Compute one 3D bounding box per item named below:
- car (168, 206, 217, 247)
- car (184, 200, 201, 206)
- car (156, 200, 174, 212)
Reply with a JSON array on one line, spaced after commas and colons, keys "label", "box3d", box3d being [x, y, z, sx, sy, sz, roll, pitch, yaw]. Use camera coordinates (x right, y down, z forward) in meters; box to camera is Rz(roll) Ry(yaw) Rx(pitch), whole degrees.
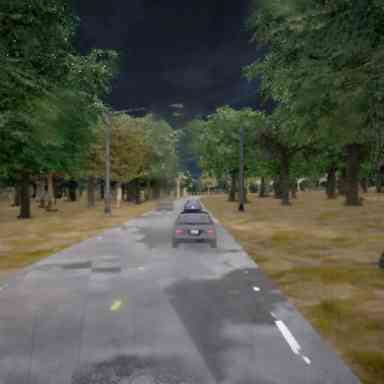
[{"label": "car", "box3d": [0.089, 1.552, 14.952, 2.033, 1.411, 5.357, 0, 0, 0]}, {"label": "car", "box3d": [0.101, 1.596, 36.924, 1.994, 1.385, 4.181, 0, 0, 0]}, {"label": "car", "box3d": [-3.092, 1.584, 38.845, 2.033, 1.411, 5.357, 0, 0, 0]}]
